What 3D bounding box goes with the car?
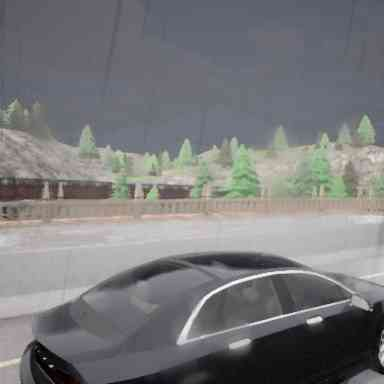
[{"bbox_3d":[0.695,1.490,3.999,4.892,1.490,1.837,0,0,-34],"label":"car"}]
